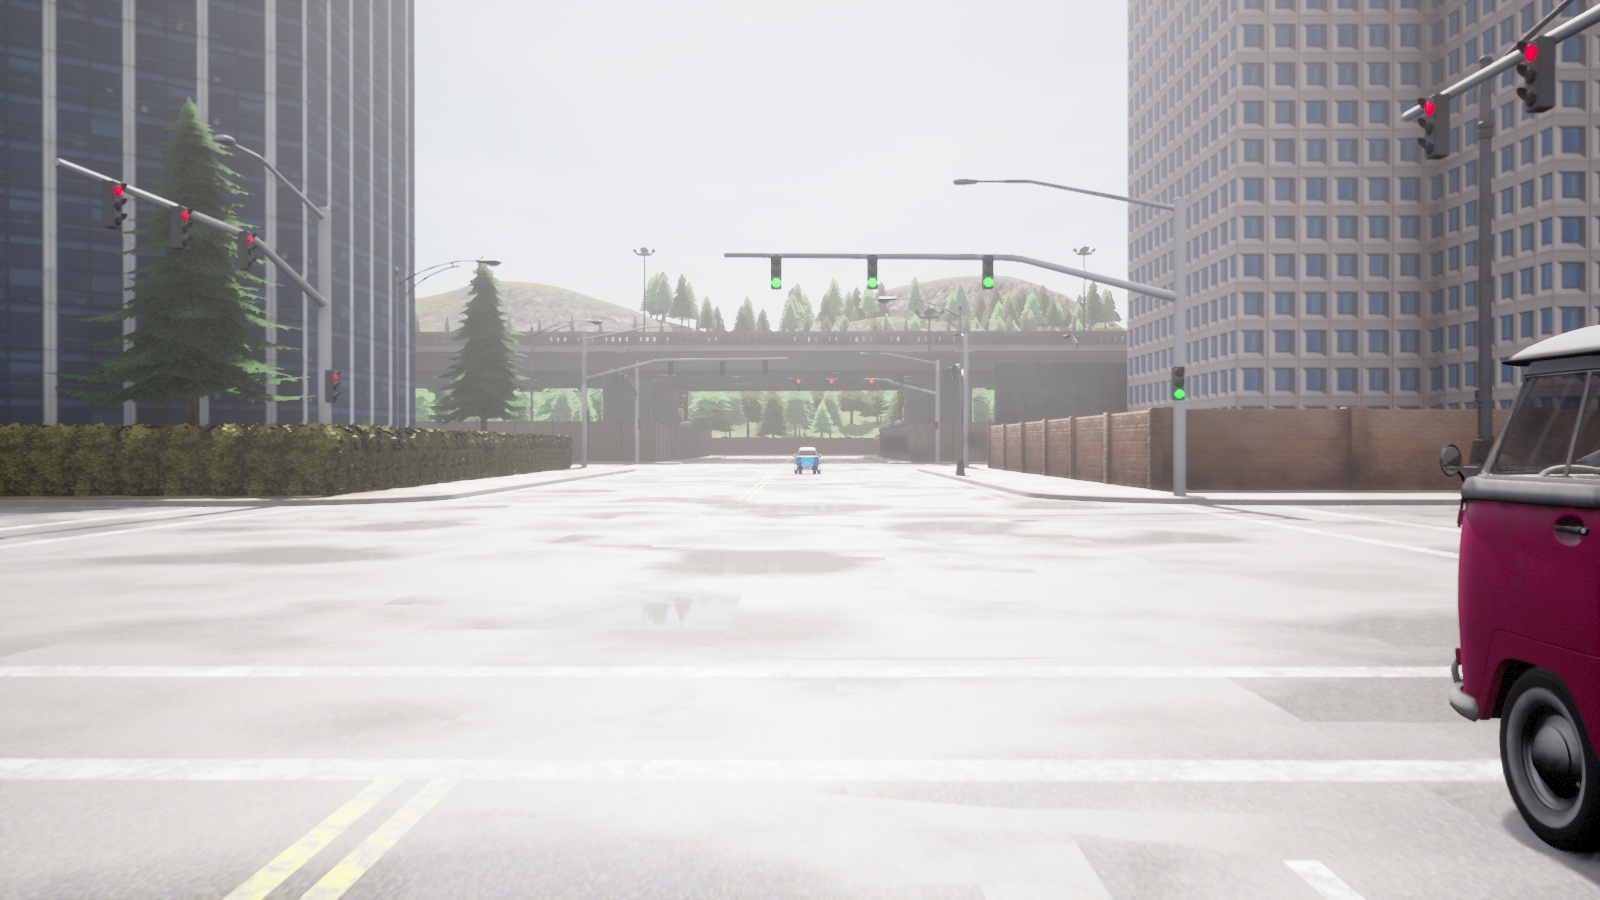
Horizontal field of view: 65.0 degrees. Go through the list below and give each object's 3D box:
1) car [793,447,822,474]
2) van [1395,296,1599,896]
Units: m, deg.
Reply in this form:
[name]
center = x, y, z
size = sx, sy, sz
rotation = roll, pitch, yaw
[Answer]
[car]
center = 0.383, 0.537, 64.656
size = 1.481, 1.376, 2.207
rotation = 0, 1, 0
[van]
center = 3.536, 0.490, 3.386
size = 1.775, 1.987, 4.442
rotation = 0, 0, 0
